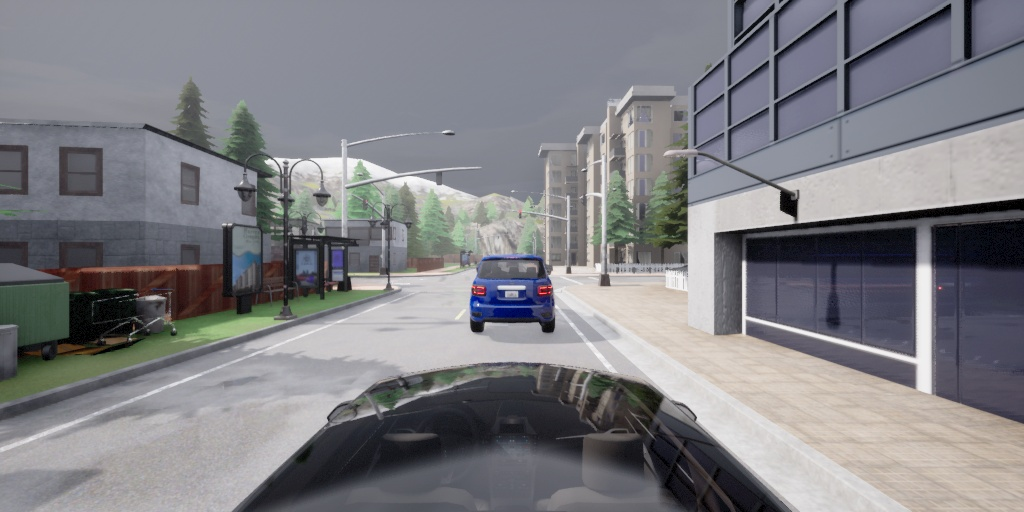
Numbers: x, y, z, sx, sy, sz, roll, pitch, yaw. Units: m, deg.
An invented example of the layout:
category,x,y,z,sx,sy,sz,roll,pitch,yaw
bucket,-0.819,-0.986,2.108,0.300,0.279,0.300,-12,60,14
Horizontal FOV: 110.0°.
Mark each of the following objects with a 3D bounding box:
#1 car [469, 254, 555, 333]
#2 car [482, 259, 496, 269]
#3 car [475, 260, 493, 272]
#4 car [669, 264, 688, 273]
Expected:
category,x,y,z,sx,sy,sz,roll,pitch,yaw
car,0.051,0.971,10.904,2.150,2.045,5.566,0,0,1
car,-3.592,1.227,57.164,1.882,1.535,5.008,0,0,0
car,-3.598,1.297,47.243,2.033,1.411,5.357,0,0,0
car,16.501,1.270,31.822,4.892,1.490,1.837,0,0,-2
